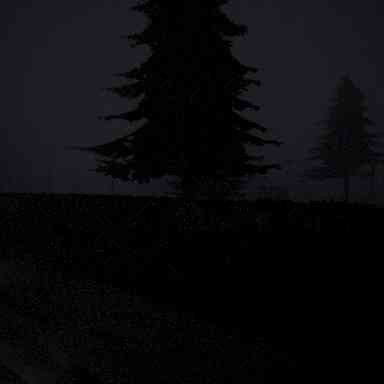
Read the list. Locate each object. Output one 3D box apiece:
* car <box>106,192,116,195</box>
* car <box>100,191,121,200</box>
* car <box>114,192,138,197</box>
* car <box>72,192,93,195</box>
[{"bbox_3d":[-15.630,0.864,71.428,4.605,1.855,1.932,0,0,-44],"label":"car"},{"bbox_3d":[-17.939,0.826,73.240,3.866,1.878,1.905,0,0,-44],"label":"car"},{"bbox_3d":[-10.289,1.215,54.935,3.806,1.475,1.970,0,0,-44],"label":"car"},{"bbox_3d":[-26.794,0.832,82.476,5.027,1.636,2.152,0,0,-44],"label":"car"}]
